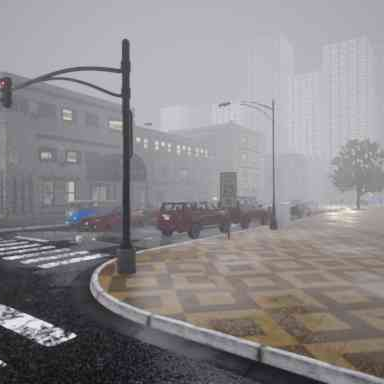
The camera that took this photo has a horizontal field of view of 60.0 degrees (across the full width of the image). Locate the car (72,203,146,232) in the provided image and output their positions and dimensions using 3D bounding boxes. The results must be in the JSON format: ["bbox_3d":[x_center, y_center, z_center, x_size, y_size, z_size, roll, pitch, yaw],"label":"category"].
[{"bbox_3d":[-4.878,1.621,20.611,1.994,1.385,4.181,0,0,35],"label":"car"}]

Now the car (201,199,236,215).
[{"bbox_3d":[2.945,1.569,36.120,1.967,1.590,4.097,-1,-1,35],"label":"car"}]

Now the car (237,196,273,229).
[{"bbox_3d":[3.390,1.367,22.263,2.192,1.841,5.009,-1,-1,35],"label":"car"}]

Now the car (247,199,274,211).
[{"bbox_3d":[9.336,1.722,45.130,2.008,1.369,4.403,-1,-1,35],"label":"car"}]

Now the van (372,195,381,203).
[{"bbox_3d":[44.931,1.694,80.842,1.690,1.788,3.998,-1,-1,35],"label":"van"}]

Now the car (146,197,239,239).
[{"bbox_3d":[0.195,1.349,17.757,2.192,1.841,5.009,-1,-1,35],"label":"car"}]

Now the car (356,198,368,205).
[{"bbox_3d":[32.151,1.801,62.815,2.008,1.369,4.403,-1,-1,35],"label":"car"}]

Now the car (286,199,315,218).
[{"bbox_3d":[9.783,1.657,31.273,1.947,1.339,4.313,-1,-1,35],"label":"car"}]

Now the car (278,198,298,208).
[{"bbox_3d":[15.628,1.741,54.003,1.752,1.417,4.829,-1,-1,35],"label":"car"}]

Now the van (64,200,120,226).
[{"bbox_3d":[-6.642,1.413,22.602,1.690,1.788,3.998,-1,0,35],"label":"van"}]

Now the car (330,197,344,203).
[{"bbox_3d":[34.899,1.915,81.179,2.008,1.369,4.403,-1,-1,35],"label":"car"}]

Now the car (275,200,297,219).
[{"bbox_3d":[6.587,1.616,26.767,1.887,1.381,4.507,-1,-1,35],"label":"car"}]
